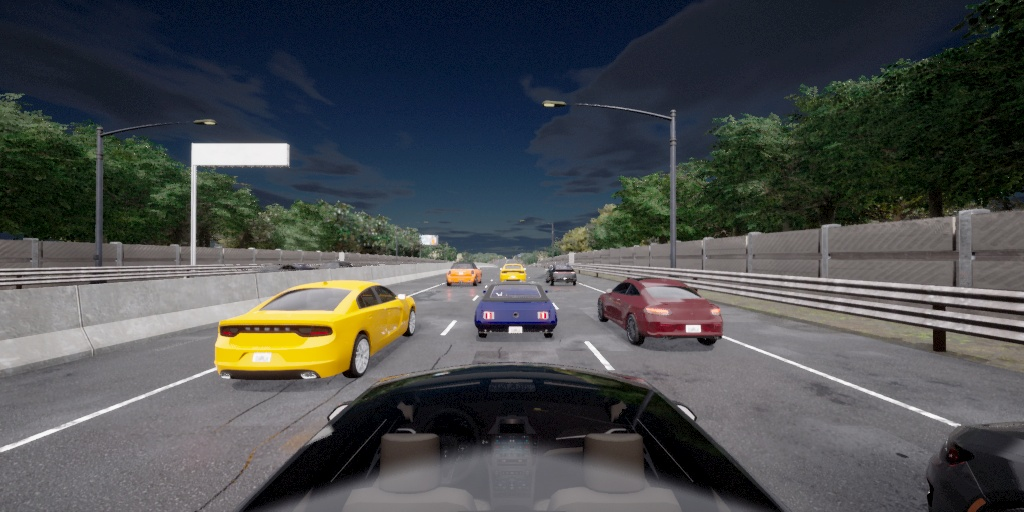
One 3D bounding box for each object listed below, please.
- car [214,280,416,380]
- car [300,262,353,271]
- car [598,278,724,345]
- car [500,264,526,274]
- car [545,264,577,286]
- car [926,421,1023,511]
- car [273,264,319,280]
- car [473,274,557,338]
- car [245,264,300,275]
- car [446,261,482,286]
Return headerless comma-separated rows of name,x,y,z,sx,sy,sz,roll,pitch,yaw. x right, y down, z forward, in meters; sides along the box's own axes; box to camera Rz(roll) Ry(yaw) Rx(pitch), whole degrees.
car,-3.406,1.234,7.357,1.882,1.535,5.008,0,0,0
car,-14.129,1.233,28.215,2.097,1.767,4.553,0,-1,0
car,3.592,1.287,9.411,1.812,1.442,4.674,0,0,0
car,0.072,1.356,27.937,1.882,1.535,5.008,0,-1,0
car,3.578,1.359,26.721,2.128,1.511,4.902,0,-1,0
car,3.603,1.255,0.246,1.837,1.490,4.892,0,0,0
car,-21.137,1.513,35.334,1.994,1.385,4.181,0,-1,0
car,0.093,1.364,10.205,1.895,1.301,4.718,0,0,0
car,-17.627,1.371,26.670,1.837,1.490,4.892,0,-1,0
car,-3.430,1.217,26.407,2.097,1.767,4.553,0,-1,1
